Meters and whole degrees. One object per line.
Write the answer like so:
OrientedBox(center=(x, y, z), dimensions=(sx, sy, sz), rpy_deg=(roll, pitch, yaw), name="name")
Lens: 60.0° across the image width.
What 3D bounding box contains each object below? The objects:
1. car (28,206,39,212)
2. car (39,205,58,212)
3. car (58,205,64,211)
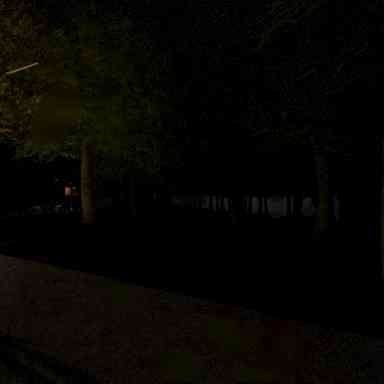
OrientedBox(center=(-36.762, 4.000, 77.948), dimensions=(2.033, 1.411, 5.357), rpy_deg=(0, -2, -9), name="car")
OrientedBox(center=(-33.342, 3.886, 77.193), dimensions=(1.837, 1.490, 4.892), rpy_deg=(0, -2, -9), name="car")
OrientedBox(center=(-35.052, 4.238, 87.477), dimensions=(2.128, 1.511, 4.902), rpy_deg=(0, -2, -9), name="car")
